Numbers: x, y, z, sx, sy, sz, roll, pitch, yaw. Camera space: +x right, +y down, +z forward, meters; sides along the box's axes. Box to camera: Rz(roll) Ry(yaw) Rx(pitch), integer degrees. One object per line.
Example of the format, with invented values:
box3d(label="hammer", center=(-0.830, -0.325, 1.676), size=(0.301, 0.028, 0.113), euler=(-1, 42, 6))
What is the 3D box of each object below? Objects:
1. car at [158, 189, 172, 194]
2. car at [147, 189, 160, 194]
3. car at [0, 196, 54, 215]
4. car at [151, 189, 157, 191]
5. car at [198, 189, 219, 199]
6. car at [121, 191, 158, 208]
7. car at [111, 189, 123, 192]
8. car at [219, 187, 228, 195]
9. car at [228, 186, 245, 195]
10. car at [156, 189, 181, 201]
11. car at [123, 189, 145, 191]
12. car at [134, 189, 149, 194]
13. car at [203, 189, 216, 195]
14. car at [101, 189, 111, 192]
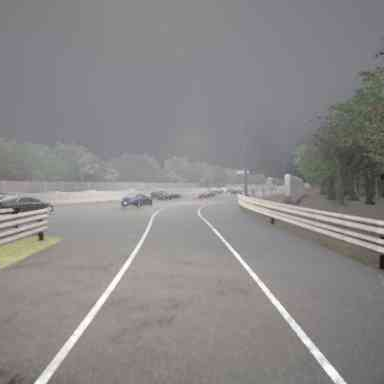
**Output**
box3d(label="car", center=(-7.317, -0.092, 90.439), size=(1.895, 1.301, 4.718), euler=(0, 1, 20))
box3d(label="car", center=(-10.591, -0.160, 91.677), size=(1.812, 1.442, 4.674), euler=(0, 1, 20))
box3d(label="car", center=(-12.842, 1.085, 25.643), size=(1.837, 1.490, 4.892), euler=(0, 1, 21))
box3d(label="car", center=(-5.386, 0.464, 55.502), size=(1.837, 1.490, 4.892), euler=(0, 1, 21))
box3d(label="car", center=(2.667, 0.466, 57.039), size=(1.895, 1.301, 4.718), euler=(0, 1, 21))
box3d(label="car", center=(-5.692, 0.881, 34.747), size=(1.812, 1.442, 4.674), euler=(0, 1, 21))
box3d(label="car", center=(-16.092, 0.164, 76.836), size=(1.812, 1.442, 4.674), euler=(0, 1, 20))
box3d(label="car", center=(6.202, -0.009, 76.560), size=(1.812, 1.442, 4.674), euler=(0, 1, 20))
box3d(label="car", center=(10.665, -0.128, 78.528), size=(1.882, 1.535, 5.008), euler=(0, 1, 20))
box3d(label="car", center=(-3.294, 0.626, 51.111), size=(1.895, 1.301, 4.718), euler=(0, 1, 21))
box3d(label="car", center=(-12.808, 0.162, 75.624), size=(2.128, 1.511, 4.902), euler=(0, 1, 20))
box3d(label="car", center=(-13.990, -0.082, 92.577), size=(1.895, 1.301, 4.718), euler=(0, 1, 20))
box3d(label="car", center=(4.406, -0.065, 81.781), size=(1.994, 1.385, 4.181), euler=(0, 1, 20))
box3d(label="car", center=(-19.473, 0.004, 77.784), size=(2.097, 1.767, 4.553), euler=(0, 1, 20))
